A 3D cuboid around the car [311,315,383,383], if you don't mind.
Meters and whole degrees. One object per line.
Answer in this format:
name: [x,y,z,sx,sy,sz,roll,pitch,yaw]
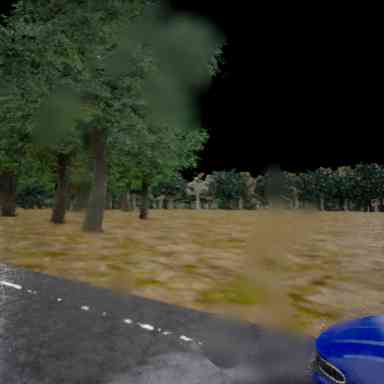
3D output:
car: [3.551,1.709,2.572,5.008,1.535,1.882,-1,-4,36]
